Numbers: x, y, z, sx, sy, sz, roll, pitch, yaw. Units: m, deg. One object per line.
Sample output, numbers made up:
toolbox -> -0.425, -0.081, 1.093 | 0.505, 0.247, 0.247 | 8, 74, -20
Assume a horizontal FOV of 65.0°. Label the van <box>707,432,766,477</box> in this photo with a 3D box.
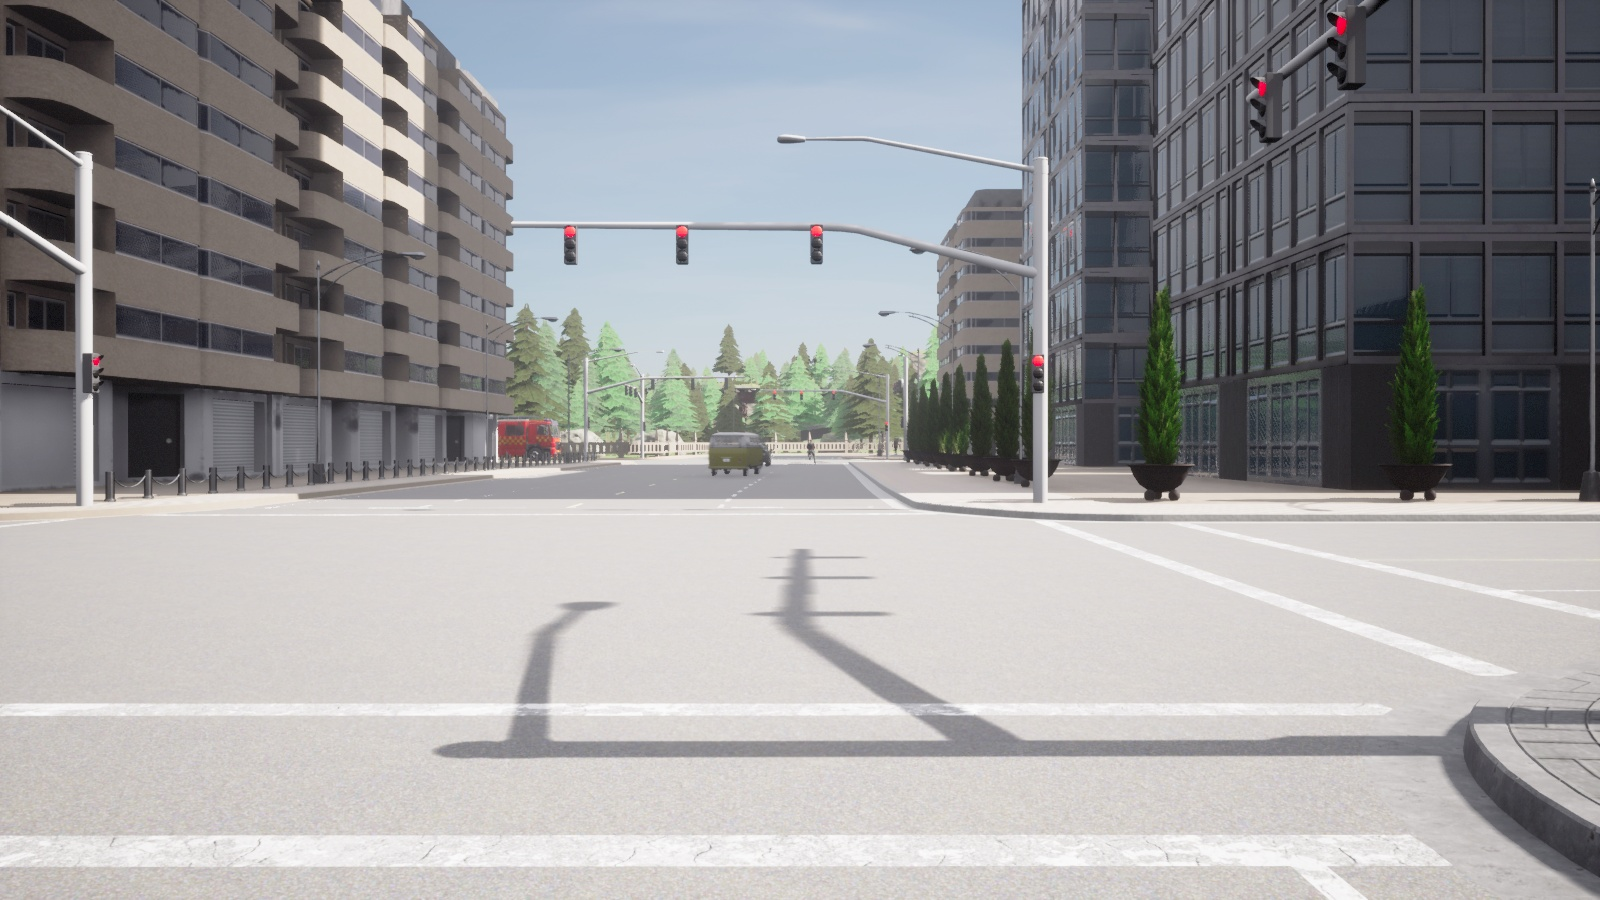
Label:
van -> -2.883, 0.169, 58.007 | 1.775, 1.987, 4.442 | 0, 0, 10
